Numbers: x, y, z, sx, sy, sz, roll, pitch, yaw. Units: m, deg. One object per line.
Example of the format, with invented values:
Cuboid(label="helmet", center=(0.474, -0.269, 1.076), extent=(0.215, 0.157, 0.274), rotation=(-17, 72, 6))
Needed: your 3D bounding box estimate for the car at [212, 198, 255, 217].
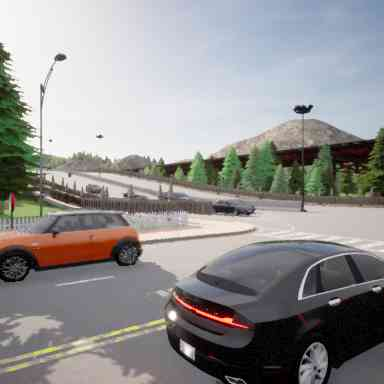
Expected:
Cuboid(label="car", center=(3.769, 1.500, 32.027), extent=(1.837, 1.490, 4.892), rotation=(0, 1, -37))

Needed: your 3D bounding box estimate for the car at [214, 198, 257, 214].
Cuboid(label="car", center=(4.709, 1.497, 36.576), extent=(1.837, 1.490, 4.892), rotation=(0, 0, -37))

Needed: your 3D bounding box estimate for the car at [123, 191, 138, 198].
Cuboid(label="car", center=(-9.742, 0.564, 55.702), extent=(1.895, 1.301, 4.718), rotation=(0, 5, -37))

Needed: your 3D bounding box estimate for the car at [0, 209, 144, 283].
Cuboid(label="car", center=(-3.817, 1.352, 9.839), extent=(4.553, 1.767, 2.097), rotation=(0, 0, -35))

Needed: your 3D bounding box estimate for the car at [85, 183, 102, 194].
Cuboid(label="car", center=(-17.775, -0.641, 60.681), extent=(2.097, 1.767, 4.553), rotation=(0, 7, -37))

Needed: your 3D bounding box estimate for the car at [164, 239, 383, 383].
Cuboid(label="car", center=(1.921, 1.505, 5.116), extent=(4.892, 1.490, 1.837), rotation=(0, 0, -35))

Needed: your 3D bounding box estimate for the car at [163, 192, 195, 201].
Cuboid(label="car", center=(-1.814, 1.044, 45.174), extent=(2.150, 2.045, 5.566), rotation=(0, 2, -36))

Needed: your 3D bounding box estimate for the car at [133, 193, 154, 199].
Cuboid(label="car", center=(-6.259, 1.271, 45.235), extent=(1.994, 1.385, 4.181), rotation=(0, 3, -37))
